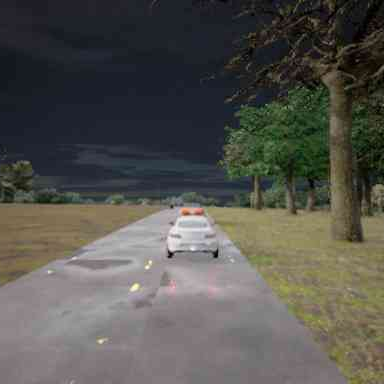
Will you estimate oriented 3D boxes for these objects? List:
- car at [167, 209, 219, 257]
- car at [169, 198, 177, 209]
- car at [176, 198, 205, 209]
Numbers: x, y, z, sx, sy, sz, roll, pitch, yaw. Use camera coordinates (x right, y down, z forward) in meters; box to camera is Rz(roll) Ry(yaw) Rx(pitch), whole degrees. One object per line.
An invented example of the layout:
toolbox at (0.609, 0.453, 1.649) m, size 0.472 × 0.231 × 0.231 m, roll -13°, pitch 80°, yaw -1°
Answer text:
car at (0.048, 1.620, 13.220) m, size 1.812 × 1.442 × 4.674 m, roll 0°, pitch 0°, yaw 0°
car at (-2.722, 2.020, 59.013) m, size 2.150 × 2.045 × 5.566 m, roll 0°, pitch -1°, yaw 1°
car at (0.039, 1.575, 27.579) m, size 2.097 × 1.767 × 4.553 m, roll 0°, pitch -1°, yaw 1°
